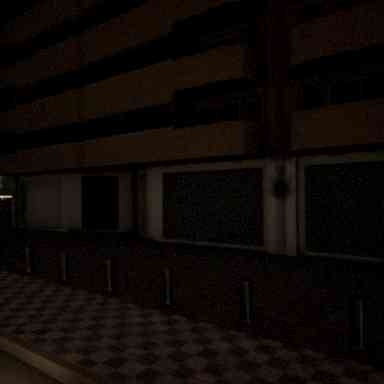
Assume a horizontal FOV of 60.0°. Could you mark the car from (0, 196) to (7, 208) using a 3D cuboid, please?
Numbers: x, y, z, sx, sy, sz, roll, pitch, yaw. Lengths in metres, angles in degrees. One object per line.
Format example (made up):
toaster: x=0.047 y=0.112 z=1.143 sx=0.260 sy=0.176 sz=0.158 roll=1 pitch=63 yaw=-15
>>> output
car: x=-45.803 y=2.099 z=76.163 sx=1.932 sy=1.855 sz=4.605 roll=-1 pitch=0 yaw=35
